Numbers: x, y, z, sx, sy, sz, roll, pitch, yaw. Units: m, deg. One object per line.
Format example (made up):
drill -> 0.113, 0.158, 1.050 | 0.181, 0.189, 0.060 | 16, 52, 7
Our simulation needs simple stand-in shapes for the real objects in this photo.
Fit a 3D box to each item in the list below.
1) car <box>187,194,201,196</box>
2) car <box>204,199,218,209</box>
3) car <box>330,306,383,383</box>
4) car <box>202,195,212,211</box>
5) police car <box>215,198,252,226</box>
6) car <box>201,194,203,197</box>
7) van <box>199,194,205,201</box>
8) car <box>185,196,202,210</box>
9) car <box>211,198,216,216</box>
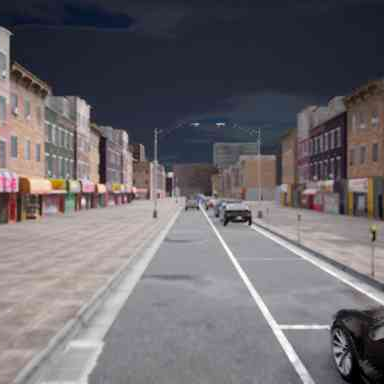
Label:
car -> 0.053, 1.302, 56.411 | 2.150, 2.045, 5.566 | 0, -1, 0
car -> 2.671, 1.645, 47.964 | 1.802, 1.307, 4.206 | 0, 0, 0
car -> 2.641, 1.566, 2.527 | 1.947, 1.339, 4.313 | 0, 0, 0
car -> 2.667, 1.493, 42.284 | 1.967, 1.590, 4.097 | 0, 0, 0
police car -> 3.026, 1.447, 23.768 | 1.930, 1.638, 5.238 | 0, 0, 0
car -> 2.681, 1.664, 65.001 | 2.008, 1.369, 4.403 | 0, 0, 0
van -> 2.699, 1.559, 92.005 | 1.690, 1.788, 3.998 | 0, 0, 0
car -> 0.048, 1.600, 42.999 | 2.033, 1.411, 5.357 | 0, 0, 0
car -> 3.045, 1.559, 30.658 | 1.812, 1.442, 4.674 | 0, 0, 0
